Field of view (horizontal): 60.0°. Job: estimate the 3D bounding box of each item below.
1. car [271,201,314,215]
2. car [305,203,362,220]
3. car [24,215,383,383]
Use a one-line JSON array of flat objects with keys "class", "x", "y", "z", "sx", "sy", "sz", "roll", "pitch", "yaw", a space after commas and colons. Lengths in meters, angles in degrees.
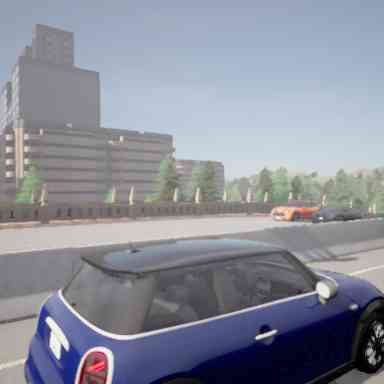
[{"class": "car", "x": 8.569, "y": 1.501, "z": 27.296, "sx": 4.553, "sy": 1.767, "sz": 2.097, "roll": 2, "pitch": -1, "yaw": -35}, {"class": "car", "x": 10.687, "y": 1.715, "z": 24.508, "sx": 4.181, "sy": 1.385, "sz": 1.994, "roll": 2, "pitch": -1, "yaw": -35}, {"class": "car", "x": 0.540, "y": 1.356, "z": 4.133, "sx": 4.553, "sy": 1.767, "sz": 2.097, "roll": 0, "pitch": 0, "yaw": -36}]
